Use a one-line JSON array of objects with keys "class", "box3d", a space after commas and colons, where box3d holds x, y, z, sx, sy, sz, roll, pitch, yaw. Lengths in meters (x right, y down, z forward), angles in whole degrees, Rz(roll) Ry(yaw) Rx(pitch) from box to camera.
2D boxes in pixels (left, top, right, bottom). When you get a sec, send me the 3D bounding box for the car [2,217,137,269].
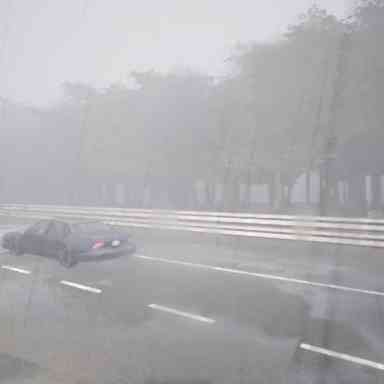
[{"class": "car", "box3d": [-4.277, 1.554, 11.231, 5.357, 1.411, 2.033, 0, 0, 35]}]
